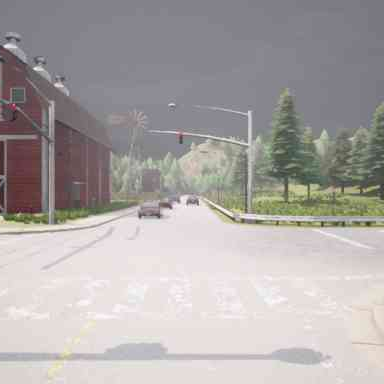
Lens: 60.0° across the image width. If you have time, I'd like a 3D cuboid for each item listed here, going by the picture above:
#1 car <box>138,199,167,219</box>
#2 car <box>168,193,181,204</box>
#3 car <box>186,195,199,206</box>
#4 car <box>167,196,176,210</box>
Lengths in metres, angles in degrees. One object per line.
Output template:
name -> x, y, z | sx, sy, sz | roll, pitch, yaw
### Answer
car -> -3.541, 1.526, 29.228 | 1.812, 1.442, 4.674 | 0, 0, 0
car -> -3.376, 1.226, 64.765 | 2.150, 2.045, 5.566 | 0, 0, 0
car -> 0.112, 1.352, 55.632 | 2.097, 1.767, 4.553 | 0, 0, 0
car -> -3.511, 1.601, 43.548 | 1.895, 1.301, 4.718 | 0, 0, 0
